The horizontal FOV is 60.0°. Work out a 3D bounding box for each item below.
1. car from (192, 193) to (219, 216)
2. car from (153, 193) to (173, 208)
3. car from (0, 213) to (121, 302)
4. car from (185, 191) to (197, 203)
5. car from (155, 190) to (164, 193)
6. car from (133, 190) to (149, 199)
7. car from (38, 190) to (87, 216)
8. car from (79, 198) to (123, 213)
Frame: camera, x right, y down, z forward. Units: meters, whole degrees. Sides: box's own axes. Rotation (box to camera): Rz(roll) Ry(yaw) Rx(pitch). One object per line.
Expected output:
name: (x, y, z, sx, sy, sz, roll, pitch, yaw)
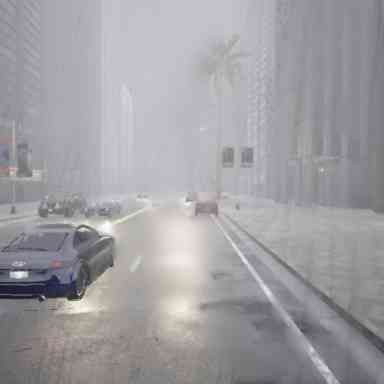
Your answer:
car: (1.137, 1.104, 27.380, 1.882, 1.535, 5.008, 0, 1, 0)
car: (-3.151, 1.094, 37.516, 1.895, 1.301, 4.718, 0, 1, 0)
car: (-3.150, 1.450, 8.075, 1.994, 1.385, 4.181, 0, 1, 0)
car: (0.030, 0.896, 50.204, 1.994, 1.385, 4.181, 0, 1, 0)
car: (-6.518, 0.497, 65.548, 2.097, 1.767, 4.553, 0, 1, 0)
car: (-9.758, 0.703, 65.824, 1.994, 1.385, 4.181, 0, 1, 0)
car: (-9.845, 0.866, 25.899, 2.150, 2.045, 5.566, 0, 1, 0)
car: (-6.597, 1.256, 25.150, 1.895, 1.301, 4.718, 0, 1, 0)
